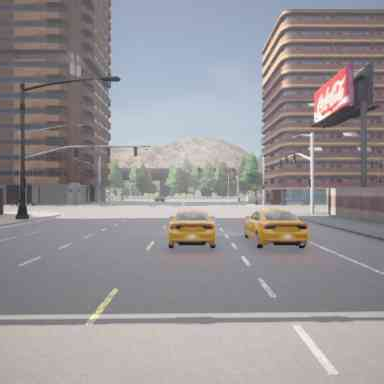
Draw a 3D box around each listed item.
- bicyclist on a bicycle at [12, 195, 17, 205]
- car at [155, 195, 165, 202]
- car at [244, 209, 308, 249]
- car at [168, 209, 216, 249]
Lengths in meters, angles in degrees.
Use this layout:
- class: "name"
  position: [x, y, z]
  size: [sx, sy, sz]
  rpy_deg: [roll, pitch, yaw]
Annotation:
- class: "bicyclist on a bicycle"
  position: [-28.004, 1.299, 52.548]
  size: [0.582, 1.620, 1.656]
  rpy_deg: [0, 0, 0]
- class: "car"
  position: [-7.000, 1.437, 72.455]
  size: [1.882, 1.535, 5.008]
  rpy_deg: [0, 0, 0]
- class: "car"
  position: [3.500, 1.484, 14.650]
  size: [1.882, 1.535, 5.008]
  rpy_deg: [0, 0, 0]
- class: "car"
  position: [0.000, 1.484, 14.650]
  size: [1.882, 1.535, 5.008]
  rpy_deg: [0, 0, 0]
